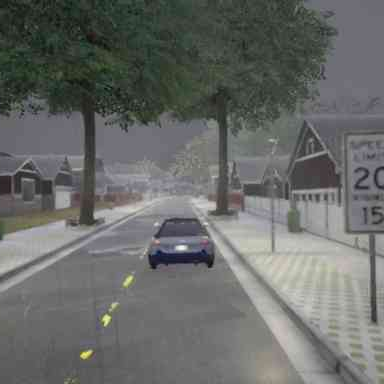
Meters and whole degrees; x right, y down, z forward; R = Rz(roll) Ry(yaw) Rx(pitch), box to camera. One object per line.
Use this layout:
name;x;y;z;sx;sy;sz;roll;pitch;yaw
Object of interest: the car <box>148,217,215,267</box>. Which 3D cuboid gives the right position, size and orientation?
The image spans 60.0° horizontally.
car;-0.351;1.518;11.244;1.994;1.385;4.181;-1;0;-2
